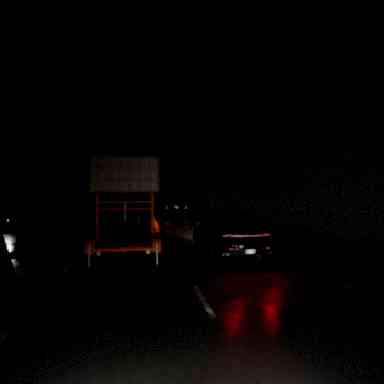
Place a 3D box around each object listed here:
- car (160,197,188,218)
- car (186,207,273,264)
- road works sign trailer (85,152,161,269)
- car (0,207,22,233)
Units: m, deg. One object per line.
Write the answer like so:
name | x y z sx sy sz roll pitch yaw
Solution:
car | -1.641 1.331 29.729 2.097 1.767 4.553 0 0 -10
car | 1.279 1.482 11.918 2.128 1.511 4.902 0 0 -9
road works sign trailer | -2.270 0.457 11.310 2.380 3.560 2.880 0 0 -9
car | -10.837 1.590 19.696 1.895 1.301 4.718 0 0 -9
